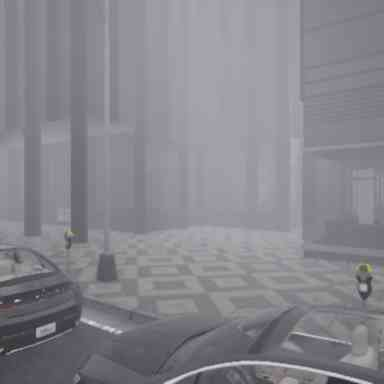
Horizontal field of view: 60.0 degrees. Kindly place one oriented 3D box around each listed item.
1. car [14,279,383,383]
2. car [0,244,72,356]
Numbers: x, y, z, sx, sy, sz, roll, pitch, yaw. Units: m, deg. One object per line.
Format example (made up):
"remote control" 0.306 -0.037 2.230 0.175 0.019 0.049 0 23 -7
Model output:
"car" 0.911 1.551 2.314 4.403 1.369 2.008 0 0 35
"car" -3.665 1.549 5.575 4.403 1.369 2.008 0 0 35
